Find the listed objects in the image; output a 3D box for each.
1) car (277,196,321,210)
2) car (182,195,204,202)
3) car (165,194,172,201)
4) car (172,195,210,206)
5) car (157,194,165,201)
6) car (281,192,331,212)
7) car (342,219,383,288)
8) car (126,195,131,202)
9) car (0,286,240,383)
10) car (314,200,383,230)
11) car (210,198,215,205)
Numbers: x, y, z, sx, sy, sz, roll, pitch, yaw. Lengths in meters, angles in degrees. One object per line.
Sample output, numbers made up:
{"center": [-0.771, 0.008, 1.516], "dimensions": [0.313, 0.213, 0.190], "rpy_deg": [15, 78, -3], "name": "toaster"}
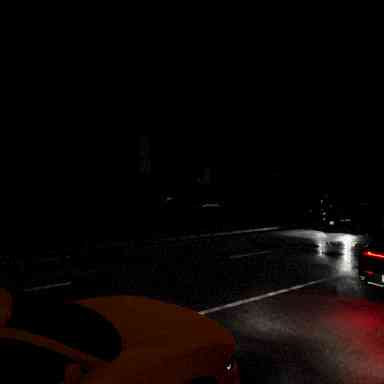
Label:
{"center": [12.732, 1.261, 39.862], "dimensions": [1.837, 1.490, 4.892], "rpy_deg": [-1, 0, -39], "name": "car"}
{"center": [0.129, 1.309, 67.003], "dimensions": [1.895, 1.301, 4.718], "rpy_deg": [-1, 0, -39], "name": "car"}
{"center": [-6.220, 1.238, 74.781], "dimensions": [2.128, 1.511, 4.902], "rpy_deg": [-1, 0, -38], "name": "car"}
{"center": [-0.244, 1.342, 50.401], "dimensions": [2.033, 1.411, 5.357], "rpy_deg": [-1, 0, -39], "name": "car"}
{"center": [-7.989, 0.982, 65.764], "dimensions": [1.895, 1.301, 4.718], "rpy_deg": [-1, 0, -39], "name": "car"}
{"center": [12.054, 1.007, 34.997], "dimensions": [2.150, 2.045, 5.566], "rpy_deg": [0, 0, -36], "name": "car"}
{"center": [5.869, 1.468, 7.951], "dimensions": [4.892, 1.490, 1.837], "rpy_deg": [0, 0, -36], "name": "car"}
{"center": [-10.739, 1.199, 63.602], "dimensions": [1.882, 1.535, 5.008], "rpy_deg": [-1, 0, -39], "name": "car"}
{"center": [-1.837, 1.478, 2.419], "dimensions": [5.008, 1.535, 1.882], "rpy_deg": [0, 0, -36], "name": "car"}
{"center": [9.451, 1.389, 19.183], "dimensions": [4.892, 1.490, 1.837], "rpy_deg": [-1, 1, -35], "name": "car"}
{"center": [1.588, 1.256, 53.713], "dimensions": [2.128, 1.511, 4.902], "rpy_deg": [-1, 0, -39], "name": "car"}
